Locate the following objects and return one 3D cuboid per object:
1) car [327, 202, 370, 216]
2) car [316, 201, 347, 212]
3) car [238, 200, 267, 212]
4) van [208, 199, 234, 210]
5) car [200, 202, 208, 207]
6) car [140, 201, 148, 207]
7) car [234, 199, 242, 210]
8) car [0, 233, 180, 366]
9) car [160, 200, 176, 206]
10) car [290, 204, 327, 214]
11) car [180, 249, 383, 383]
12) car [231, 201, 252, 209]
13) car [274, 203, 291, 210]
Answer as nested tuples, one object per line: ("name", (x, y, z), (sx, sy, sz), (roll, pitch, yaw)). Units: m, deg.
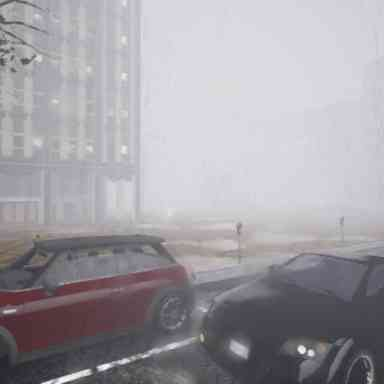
("car", (19.547, 2.280, 41.024), (2.008, 1.369, 4.403), (-1, 0, -36))
("car", (21.964, 2.303, 52.413), (1.967, 1.590, 4.097), (-1, 0, -36))
("car", (10.200, 2.506, 54.009), (1.887, 1.381, 4.507), (-1, 0, -36))
("van", (5.280, 2.426, 60.895), (1.690, 1.788, 3.998), (-1, 0, -36))
("car", (3.574, 2.899, 77.589), (1.802, 1.307, 4.206), (-1, 0, -36))
("car", (-13.014, 3.093, 86.207), (2.008, 1.369, 4.403), (-1, 0, -36))
("car", (8.387, 2.291, 61.176), (2.150, 2.045, 5.566), (0, -1, -35))
("car", (-2.008, 1.452, 5.136), (4.097, 1.590, 1.967), (1, -1, -35))
("car", (-6.228, 3.002, 91.121), (1.967, 1.590, 4.097), (-1, 0, -36))
("car", (16.280, 2.361, 45.535), (2.008, 1.369, 4.403), (-1, 0, -36))
("car", (2.153, 1.607, 4.915), (4.181, 1.385, 1.994), (1, 0, -35))
("car", (10.108, 2.595, 68.571), (1.967, 1.590, 4.097), (-1, 0, -36))
("car", (16.704, 2.574, 59.593), (1.802, 1.307, 4.206), (-1, 0, -36))
